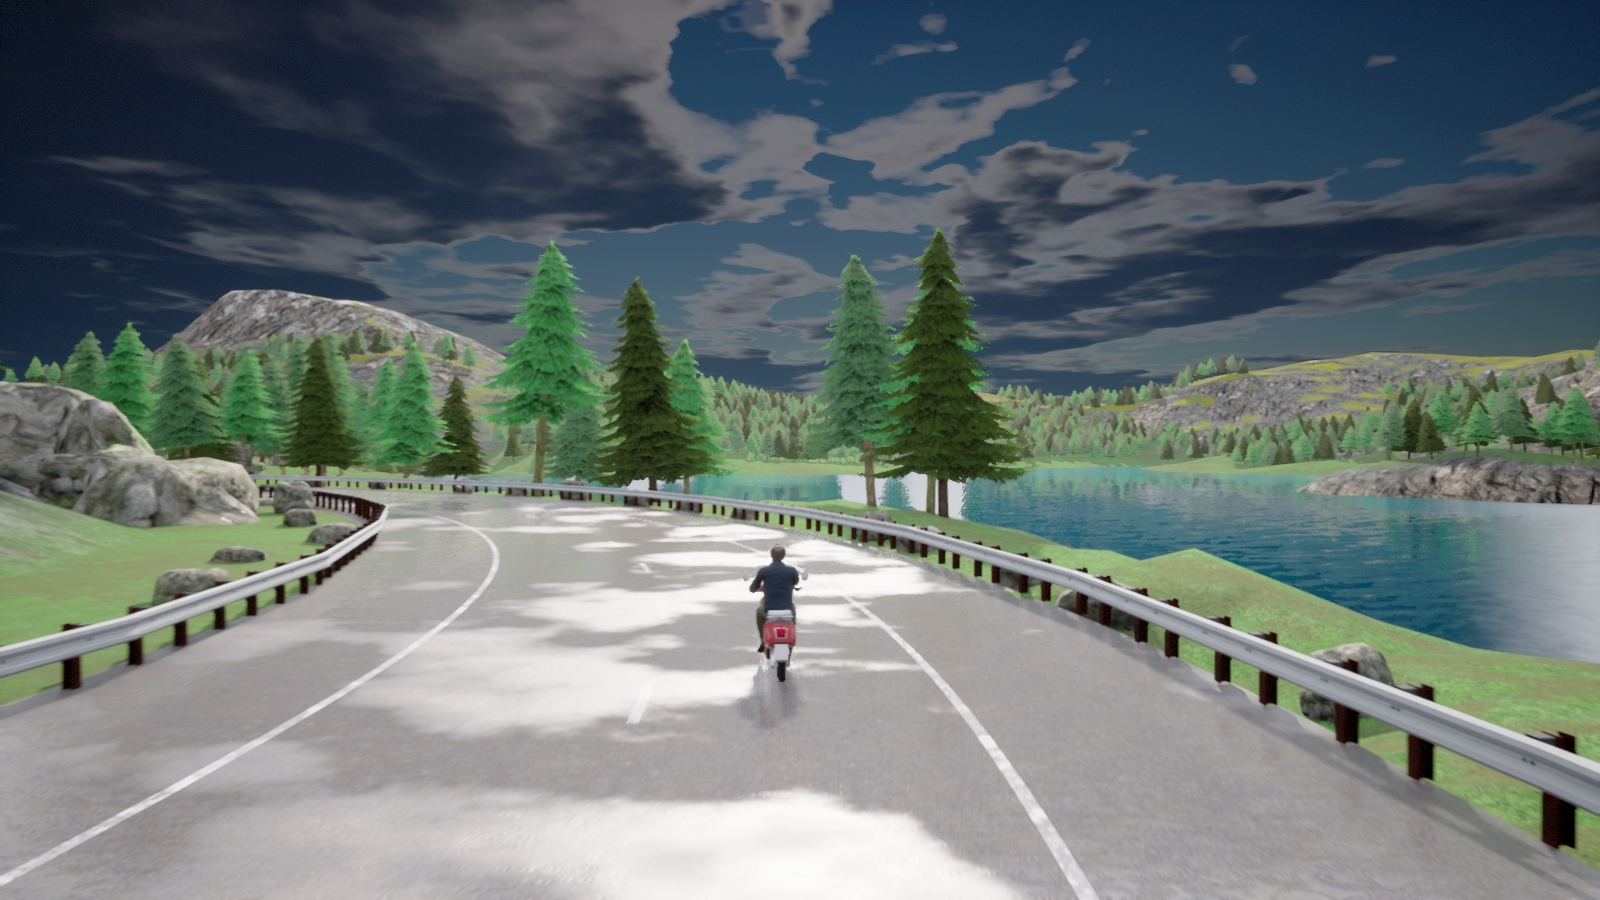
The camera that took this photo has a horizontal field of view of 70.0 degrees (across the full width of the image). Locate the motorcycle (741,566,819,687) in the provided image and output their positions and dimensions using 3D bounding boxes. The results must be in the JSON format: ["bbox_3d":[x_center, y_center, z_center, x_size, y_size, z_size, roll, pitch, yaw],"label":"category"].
[{"bbox_3d":[-0.281,2.182,14.452,0.856,1.236,1.805,-1,0,-5],"label":"motorcycle"}]
